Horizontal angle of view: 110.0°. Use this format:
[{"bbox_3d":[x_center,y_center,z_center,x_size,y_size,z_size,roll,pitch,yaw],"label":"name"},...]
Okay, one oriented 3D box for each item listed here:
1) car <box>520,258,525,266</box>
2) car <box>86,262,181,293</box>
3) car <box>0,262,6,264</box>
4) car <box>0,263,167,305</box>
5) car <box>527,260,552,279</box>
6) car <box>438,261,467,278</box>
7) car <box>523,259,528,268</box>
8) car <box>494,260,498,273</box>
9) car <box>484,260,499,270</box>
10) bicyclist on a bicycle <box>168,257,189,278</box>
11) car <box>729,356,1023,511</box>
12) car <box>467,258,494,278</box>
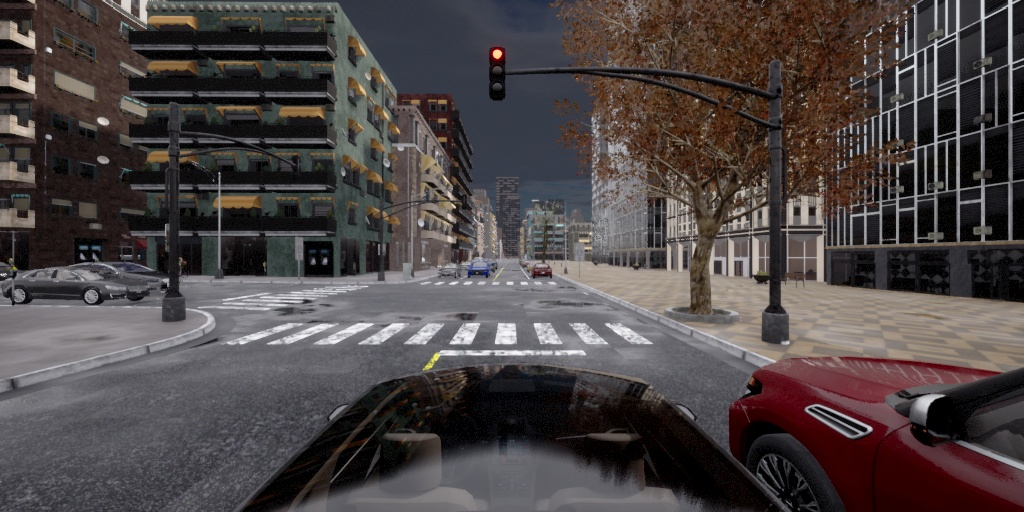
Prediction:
[{"bbox_3d":[2.694,1.375,60.734,1.802,1.307,4.207,0,0,0],"label":"car"},{"bbox_3d":[-17.879,1.016,16.231,4.902,1.511,2.128,1,0,-1],"label":"car"},{"bbox_3d":[-33.187,0.869,21.868,4.403,1.370,2.007,0,0,-1],"label":"car"},{"bbox_3d":[-16.434,1.091,13.656,4.403,1.370,2.007,0,0,-1],"label":"car"},{"bbox_3d":[2.692,1.307,33.071,1.888,1.381,4.507,0,0,0],"label":"car"},{"bbox_3d":[-5.688,1.312,33.072,2.007,1.370,4.403,0,0,0],"label":"car"},{"bbox_3d":[2.693,1.298,44.307,1.751,1.417,4.829,0,0,0],"label":"car"},{"bbox_3d":[-3.087,1.337,44.357,1.994,1.385,4.181,0,0,0],"label":"car"},{"bbox_3d":[-3.080,1.333,54.720,2.033,1.411,5.357,0,0,0],"label":"car"},{"bbox_3d":[-23.168,0.761,24.917,0.582,1.620,1.656,1,0,-1],"label":"bicyclist on a bicycle"},{"bbox_3d":[2.692,1.065,0.684,2.192,1.841,5.009,0,0,0],"label":"car"},{"bbox_3d":[-3.091,1.241,34.359,1.882,1.535,5.008,0,0,0],"label":"car"}]
